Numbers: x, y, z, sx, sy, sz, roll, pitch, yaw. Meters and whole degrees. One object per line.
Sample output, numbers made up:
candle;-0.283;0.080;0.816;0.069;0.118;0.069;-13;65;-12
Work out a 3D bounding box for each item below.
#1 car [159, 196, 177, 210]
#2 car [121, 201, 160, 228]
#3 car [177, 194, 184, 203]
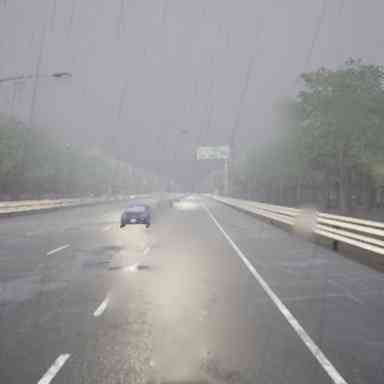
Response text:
car;-3.392;1.495;42.625;2.128;1.511;4.902;0;0;0
car;-3.468;1.531;21.952;1.812;1.442;4.674;0;0;0
car;-3.232;1.520;69.843;2.033;1.411;5.357;0;0;0
